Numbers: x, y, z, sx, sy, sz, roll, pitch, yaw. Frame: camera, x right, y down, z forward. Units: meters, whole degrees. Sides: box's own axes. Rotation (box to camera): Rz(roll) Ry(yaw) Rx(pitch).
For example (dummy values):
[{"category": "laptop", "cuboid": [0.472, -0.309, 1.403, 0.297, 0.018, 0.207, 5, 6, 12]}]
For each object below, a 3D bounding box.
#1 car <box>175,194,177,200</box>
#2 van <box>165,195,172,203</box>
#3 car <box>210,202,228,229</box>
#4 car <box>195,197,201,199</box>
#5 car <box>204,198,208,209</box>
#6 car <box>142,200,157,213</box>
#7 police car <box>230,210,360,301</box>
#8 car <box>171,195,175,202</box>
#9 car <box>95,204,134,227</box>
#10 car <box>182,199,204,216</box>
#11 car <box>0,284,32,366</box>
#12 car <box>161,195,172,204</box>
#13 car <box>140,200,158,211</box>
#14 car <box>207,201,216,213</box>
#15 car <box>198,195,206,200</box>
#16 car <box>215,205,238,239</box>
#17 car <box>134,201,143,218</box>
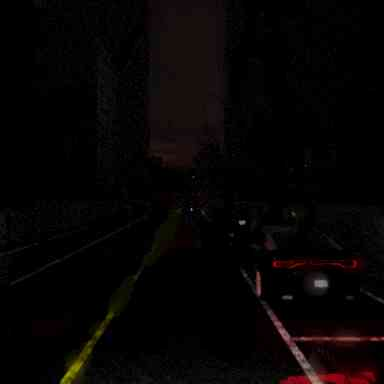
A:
[{"category": "car", "cuboid": [-5.965, 1.762, 90.046, 2.192, 1.841, 5.009, -1, 0, 0]}, {"category": "van", "cuboid": [-5.952, 1.772, 84.366, 1.690, 1.788, 3.998, -1, 0, 0]}, {"category": "car", "cuboid": [2.699, 1.729, 25.241, 1.947, 1.339, 4.313, -1, 0, 0]}, {"category": "car", "cuboid": [-0.053, 1.780, 45.961, 1.837, 1.490, 4.892, 0, 0, 1]}, {"category": "car", "cuboid": [2.666, 1.776, 41.019, 1.752, 1.417, 4.829, -1, 0, 0]}, {"category": "car", "cuboid": [-5.858, 1.800, 40.656, 2.008, 1.369, 4.403, -1, 0, 0]}, {"category": "police car", "cuboid": [2.349, 1.484, 8.656, 1.930, 1.638, 5.238, 0, 0, 0]}, {"category": "car", "cuboid": [-5.941, 1.727, 78.686, 2.192, 1.841, 5.009, -1, 0, 0]}, {"category": "car", "cuboid": [-5.825, 1.704, 24.523, 1.887, 1.381, 4.507, -1, 0, 0]}, {"category": "car", "cuboid": [-0.014, 1.788, 36.039, 1.994, 1.385, 4.181, 0, 0, 1]}, {"category": "car", "cuboid": [-3.104, 1.563, 2.223, 2.033, 1.411, 5.357, 0, 0, 0]}, {"category": "car", "cuboid": [-5.926, 1.974, 73.005, 1.802, 1.307, 4.206, -1, 0, 0]}, {"category": "car", "cuboid": [-5.870, 1.842, 46.035, 1.947, 1.339, 4.313, -1, 0, 0]}, {"category": "car", "cuboid": [2.688, 1.745, 30.443, 2.008, 1.369, 4.403, -1, 0, 0]}, {"category": "car", "cuboid": [2.598, 1.918, 73.202, 1.752, 1.417, 4.829, -1, 0, 0]}, {"category": "car", "cuboid": [2.711, 1.698, 20.037, 1.947, 1.339, 4.313, -1, 0, 0]}, {"category": "car", "cuboid": [-5.836, 1.773, 29.900, 1.802, 1.307, 4.206, -1, 0, 0]}]
